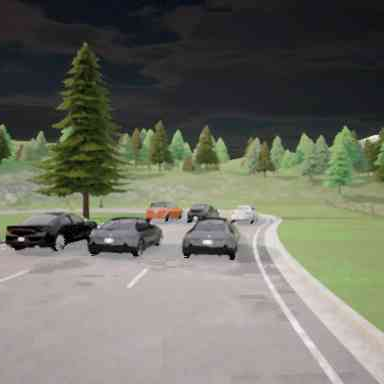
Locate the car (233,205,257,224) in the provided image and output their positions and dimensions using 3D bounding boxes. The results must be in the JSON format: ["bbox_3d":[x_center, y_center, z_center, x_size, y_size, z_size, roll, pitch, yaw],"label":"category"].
[{"bbox_3d":[4.407,1.818,27.888,1.812,1.442,4.674,0,0,17],"label":"car"}]

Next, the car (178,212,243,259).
[{"bbox_3d":[0.877,1.706,13.372,1.994,1.385,4.181,0,-1,10],"label":"car"}]

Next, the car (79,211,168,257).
[{"bbox_3d":[-2.603,1.710,13.795,1.994,1.385,4.181,0,-1,10],"label":"car"}]

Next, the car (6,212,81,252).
[{"bbox_3d":[-5.955,1.634,14.889,1.882,1.535,5.008,0,0,10],"label":"car"}]

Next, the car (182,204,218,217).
[{"bbox_3d":[0.998,1.807,28.619,1.837,1.490,4.892,0,0,18],"label":"car"}]

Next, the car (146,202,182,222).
[{"bbox_3d":[-2.380,1.662,29.677,2.097,1.767,4.553,0,-1,17],"label":"car"}]
